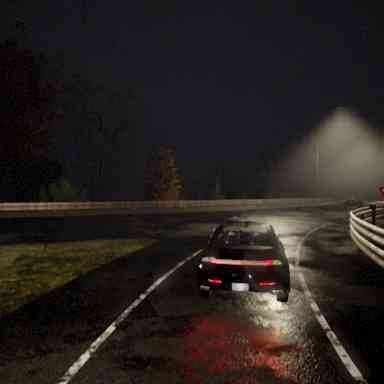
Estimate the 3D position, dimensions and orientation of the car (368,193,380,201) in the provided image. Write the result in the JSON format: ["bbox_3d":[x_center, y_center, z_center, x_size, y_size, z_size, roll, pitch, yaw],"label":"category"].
[{"bbox_3d":[44.915,1.176,82.058,2.150,2.045,5.566,0,0,23],"label":"car"}]

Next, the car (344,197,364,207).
[{"bbox_3d":[25.134,1.534,51.651,1.994,1.385,4.181,0,0,42],"label":"car"}]

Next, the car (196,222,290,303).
[{"bbox_3d":[1.343,1.487,8.324,2.128,1.511,4.902,0,0,11],"label":"car"}]
